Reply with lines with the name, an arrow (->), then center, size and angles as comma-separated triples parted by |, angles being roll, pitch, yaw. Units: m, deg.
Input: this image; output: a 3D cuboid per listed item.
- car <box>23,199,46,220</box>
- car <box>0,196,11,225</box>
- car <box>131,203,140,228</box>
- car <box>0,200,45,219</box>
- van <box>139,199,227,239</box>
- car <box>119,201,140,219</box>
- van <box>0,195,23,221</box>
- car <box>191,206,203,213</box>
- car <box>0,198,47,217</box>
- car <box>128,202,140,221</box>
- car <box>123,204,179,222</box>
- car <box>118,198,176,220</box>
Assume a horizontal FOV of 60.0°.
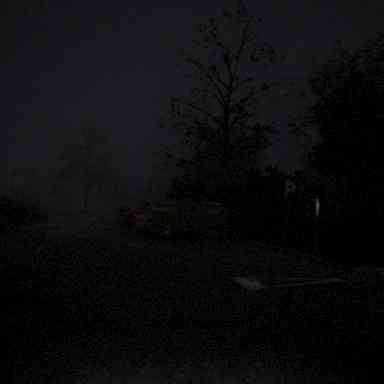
car -> -15.423, 1.227, 27.260 | 5.566, 2.045, 2.435 | 2, -2, -15
car -> -13.005, 1.179, 18.352 | 4.553, 1.767, 2.185 | 2, -1, -15
car -> -0.823, 1.746, 20.842 | 5.366, 1.575, 1.946 | 2, -1, -15
car -> -16.230, 1.551, 30.057 | 5.008, 1.535, 2.097 | 2, -2, -15
van -> -0.377, 1.477, 18.072 | 4.442, 1.987, 1.878 | 2, -1, -15
car -> -3.212, 1.637, 28.880 | 5.566, 2.045, 2.435 | 2, -2, -15
van -> -13.714, 1.133, 21.308 | 4.442, 1.987, 1.878 | 2, -2, -15
car -> 1.329, 4.617, 87.218 | 2.097, 1.767, 4.553 | 2, -3, -13
car -> -17.009, 1.504, 32.994 | 4.553, 1.767, 2.185 | 2, -2, -15
car -> -1.518, 1.786, 23.411 | 5.366, 1.575, 1.946 | 2, -2, -15
car -> -3.940, 1.957, 31.569 | 4.892, 1.521, 2.231 | 2, -2, -15
car -> -4.665, 1.772, 34.144 | 5.566, 2.045, 2.435 | 2, -2, -15
